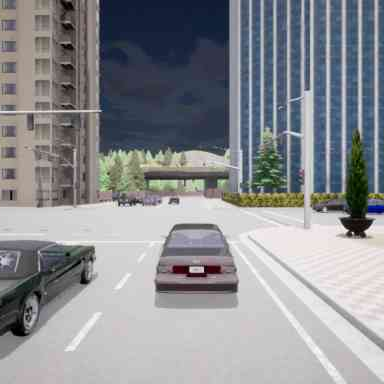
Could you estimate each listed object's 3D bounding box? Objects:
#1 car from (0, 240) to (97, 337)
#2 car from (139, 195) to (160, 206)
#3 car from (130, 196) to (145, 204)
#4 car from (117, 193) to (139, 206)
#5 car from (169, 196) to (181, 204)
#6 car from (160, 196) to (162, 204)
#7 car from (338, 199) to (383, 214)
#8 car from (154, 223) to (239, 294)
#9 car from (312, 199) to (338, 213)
[{"bbox_3d":[-3.423,1.601,6.607,1.895,1.301,4.718,0,0,1],"label":"car"},{"bbox_3d":[-6.959,1.352,54.827,2.097,1.767,4.553,0,0,0],"label":"car"},{"bbox_3d":[-10.394,1.547,64.101,2.033,1.411,5.357,0,0,1],"label":"car"},{"bbox_3d":[-10.466,1.221,53.861,2.150,2.045,5.566,0,0,0],"label":"car"},{"bbox_3d":[-3.262,1.505,62.534,1.837,1.490,4.892,0,0,0],"label":"car"},{"bbox_3d":[-6.899,1.352,63.716,2.097,1.767,4.553,0,0,1],"label":"car"},{"bbox_3d":[17.628,1.478,33.014,5.008,1.535,1.882,0,0,0],"label":"car"},{"bbox_3d":[0.096,1.547,8.944,2.033,1.411,5.357,0,0,0],"label":"car"},{"bbox_3d":[15.677,1.505,36.499,4.892,1.490,1.837,0,0,0],"label":"car"}]
